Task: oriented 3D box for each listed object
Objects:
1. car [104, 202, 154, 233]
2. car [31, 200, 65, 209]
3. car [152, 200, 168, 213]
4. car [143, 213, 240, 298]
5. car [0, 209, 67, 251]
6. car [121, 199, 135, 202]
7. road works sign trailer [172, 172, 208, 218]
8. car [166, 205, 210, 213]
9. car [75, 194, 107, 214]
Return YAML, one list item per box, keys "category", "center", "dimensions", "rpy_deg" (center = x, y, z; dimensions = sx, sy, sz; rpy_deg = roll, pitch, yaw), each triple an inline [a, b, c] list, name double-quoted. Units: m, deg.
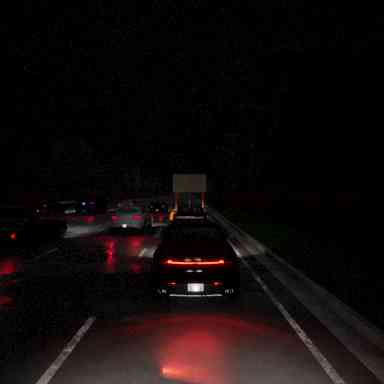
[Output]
- category: "car"
  center: [-3.533, 1.526, 19.633]
  dimensions: [1.812, 1.442, 4.674]
  rpy_deg: [0, 0, 0]
- category: "car"
  center: [-14.143, 1.493, 32.936]
  dimensions: [2.128, 1.511, 4.902]
  rpy_deg: [0, 0, 0]
- category: "car"
  center: [-3.681, 1.601, 37.422]
  dimensions: [1.895, 1.301, 4.718]
  rpy_deg: [0, 0, 0]
- category: "car"
  center: [0.052, 1.505, 8.525]
  dimensions: [1.837, 1.490, 4.892]
  rpy_deg: [0, 0, 0]
- category: "car"
  center: [-6.987, 1.601, 14.107]
  dimensions: [1.895, 1.301, 4.718]
  rpy_deg: [0, 0, 0]
- category: "car"
  center: [-7.186, 1.526, 37.395]
  dimensions: [1.812, 1.442, 4.674]
  rpy_deg: [0, 0, -1]
- category: "road works sign trailer"
  center: [-0.174, 0.464, 22.782]
  dimensions: [2.380, 3.560, 2.880]
  rpy_deg: [0, 0, -3]
- category: "car"
  center: [-0.052, 1.488, 18.912]
  dimensions: [2.128, 1.511, 4.902]
  rpy_deg: [0, 0, 1]
- category: "car"
  center: [-10.663, 1.223, 35.456]
  dimensions: [2.150, 2.045, 5.566]
  rpy_deg: [0, 0, 0]
